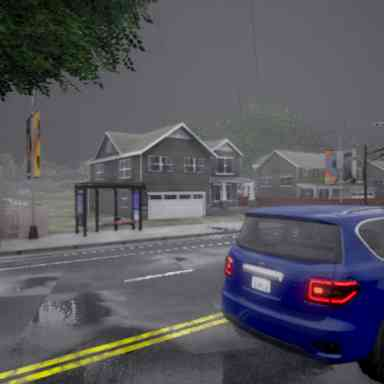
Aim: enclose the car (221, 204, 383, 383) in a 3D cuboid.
[{"bbox_3d":[3.027,1.217,5.602,5.566,2.045,2.150,0,0,-35],"label":"car"}]
